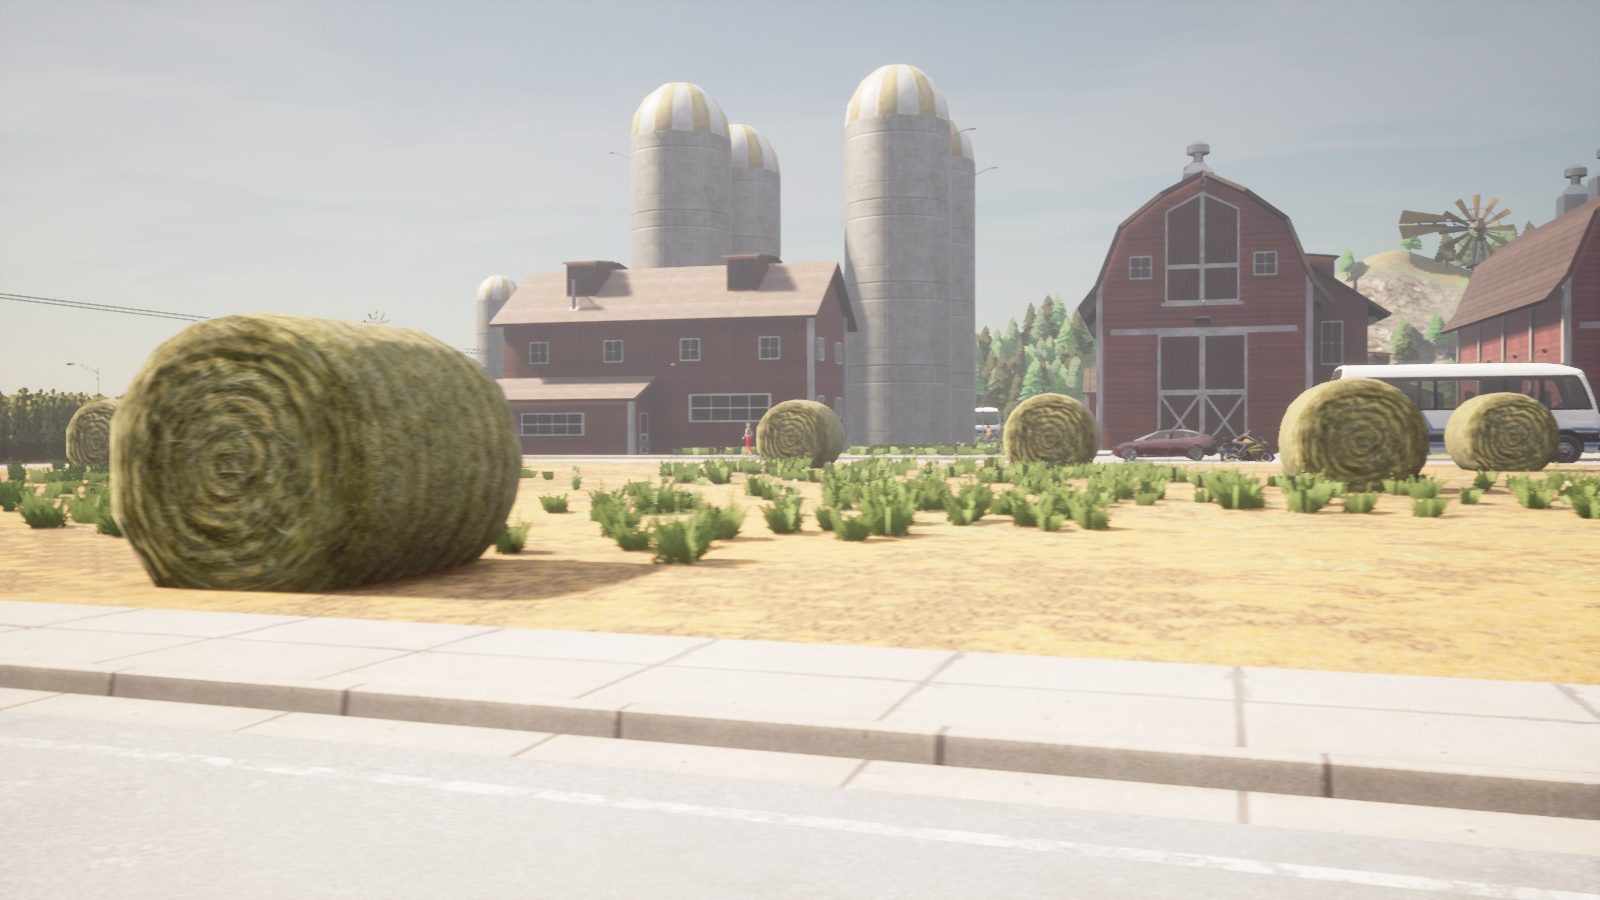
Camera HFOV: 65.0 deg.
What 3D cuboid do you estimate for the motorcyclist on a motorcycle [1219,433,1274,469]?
[{"bbox_3d":[19.609,0.051,55.142,2.191,1.530,0.866,1,1,15],"label":"motorcyclist on a motorcycle"}]

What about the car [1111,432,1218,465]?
[{"bbox_3d":[17.178,-0.106,59.401,4.792,1.488,2.163,0,2,15],"label":"car"}]

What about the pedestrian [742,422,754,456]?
[{"bbox_3d":[-2.849,-0.617,68.842,0.594,1.836,0.345,1,1,30],"label":"pedestrian"}]

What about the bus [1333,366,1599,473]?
[{"bbox_3d":[28.281,-1.282,52.837,10.273,4.253,3.944,0,1,15],"label":"bus"}]
